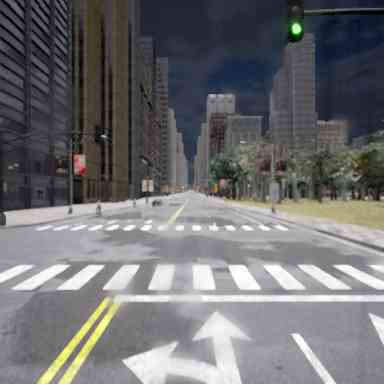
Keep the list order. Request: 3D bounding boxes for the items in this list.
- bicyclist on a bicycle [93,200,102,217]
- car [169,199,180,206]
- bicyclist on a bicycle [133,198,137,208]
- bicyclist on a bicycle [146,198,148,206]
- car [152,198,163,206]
[{"bbox_3d":[-8.691,1.503,30.884,0.866,1.612,1.509,0,0,1],"label":"bicyclist on a bicycle"},{"bbox_3d":[-3.250,1.985,63.139,1.895,1.301,4.718,0,-1,0],"label":"car"},{"bbox_3d":[-8.624,1.690,49.791,0.866,1.612,1.509,0,-1,0],"label":"bicyclist on a bicycle"},{"bbox_3d":[-8.750,1.852,64.661,0.582,1.620,1.656,0,0,0],"label":"bicyclist on a bicycle"},{"bbox_3d":[-6.500,1.931,63.170,2.033,1.411,5.357,0,-1,0],"label":"car"}]
